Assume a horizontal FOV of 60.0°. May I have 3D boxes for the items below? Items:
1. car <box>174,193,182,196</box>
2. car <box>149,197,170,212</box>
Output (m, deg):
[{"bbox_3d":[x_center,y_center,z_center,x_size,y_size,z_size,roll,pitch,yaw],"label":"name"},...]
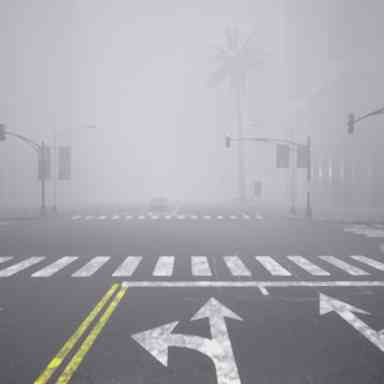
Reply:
[{"bbox_3d":[-3.640,0.773,87.530,1.812,1.442,4.674,0,0,0],"label":"car"},{"bbox_3d":[-3.403,1.268,34.996,1.882,1.535,5.008,0,2,0],"label":"car"}]
